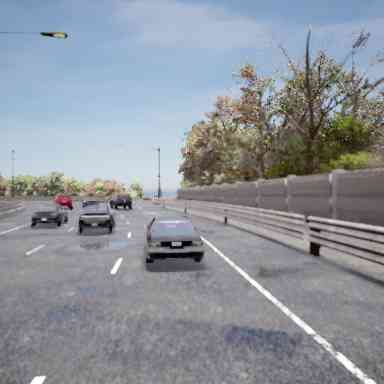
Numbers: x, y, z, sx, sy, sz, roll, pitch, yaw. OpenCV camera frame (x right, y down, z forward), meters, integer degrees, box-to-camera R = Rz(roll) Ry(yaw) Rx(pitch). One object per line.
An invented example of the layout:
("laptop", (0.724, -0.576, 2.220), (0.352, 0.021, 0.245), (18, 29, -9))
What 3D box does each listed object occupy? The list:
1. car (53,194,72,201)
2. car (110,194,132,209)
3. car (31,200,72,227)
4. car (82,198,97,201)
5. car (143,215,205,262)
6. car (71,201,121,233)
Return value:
("car", (-17.767, 1.286, 45.699), (2.150, 2.045, 5.566), (0, 0, -26))
("car", (-9.623, 1.257, 44.719), (2.150, 2.045, 5.566), (0, 0, -24))
("car", (-9.843, 1.562, 23.214), (1.812, 1.442, 4.674), (0, 0, -13))
("car", (-14.191, 1.557, 46.234), (1.837, 1.490, 4.892), (0, 0, -25))
("car", (-0.778, 1.551, 12.130), (2.033, 1.411, 5.357), (0, 0, -8))
("car", (-5.607, 1.512, 20.058), (2.128, 1.511, 4.902), (0, 0, -10))
